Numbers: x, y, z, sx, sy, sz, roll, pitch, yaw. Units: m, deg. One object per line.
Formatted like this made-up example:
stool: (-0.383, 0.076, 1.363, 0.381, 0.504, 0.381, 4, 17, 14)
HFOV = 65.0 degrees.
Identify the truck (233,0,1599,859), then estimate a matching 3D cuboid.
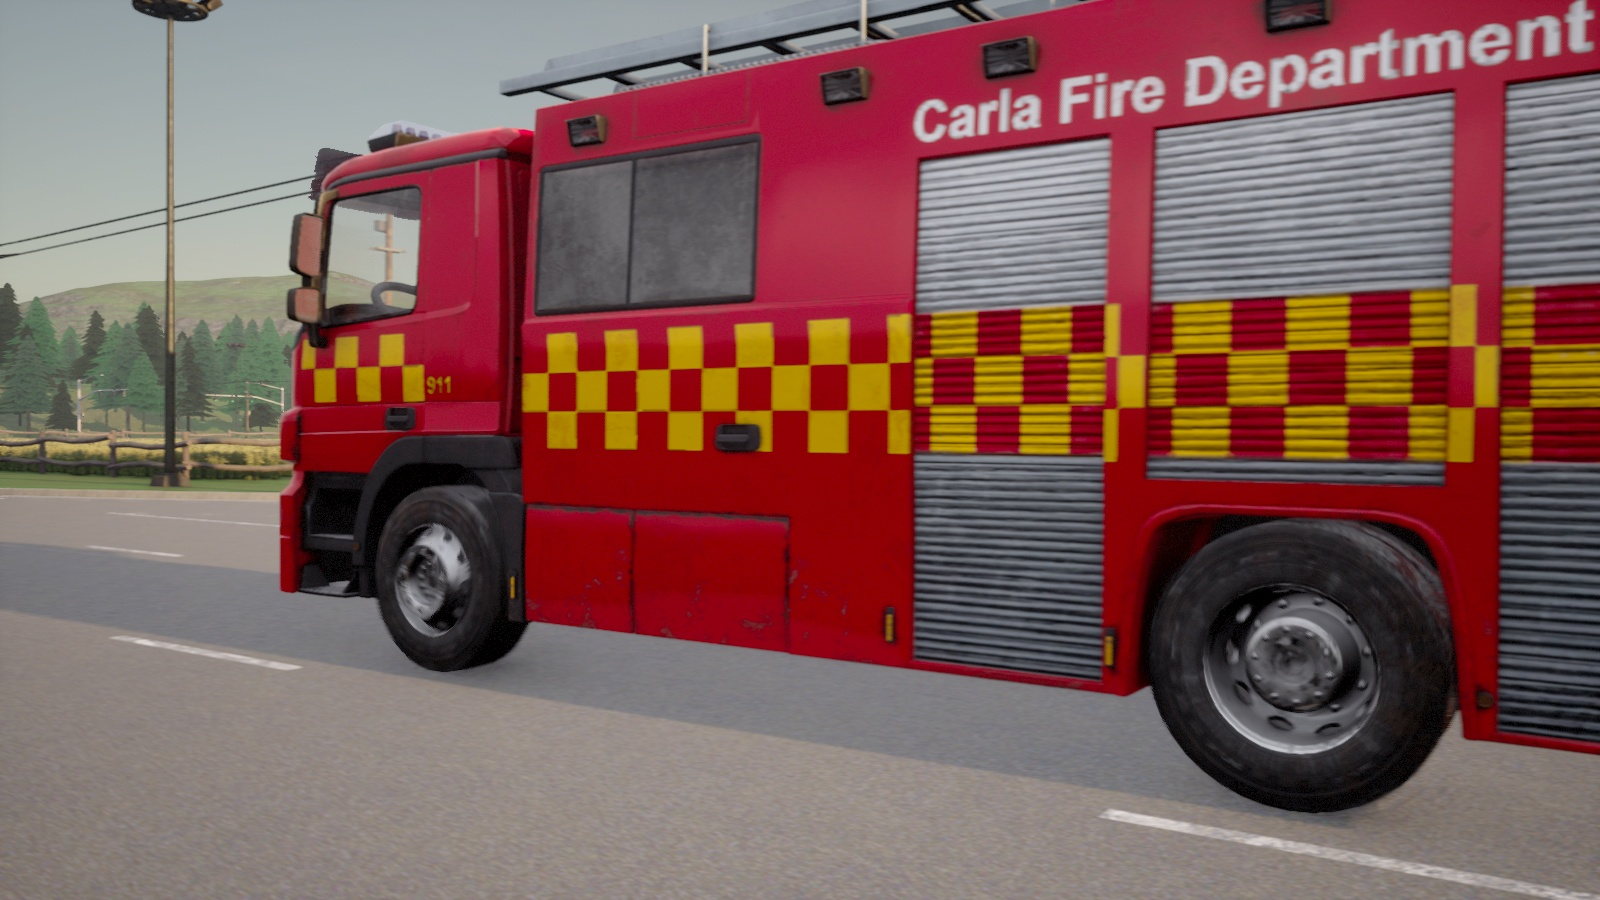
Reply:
truck: (0.459, -0.530, 7.498, 8.468, 3.827, 2.891, 0, 1, 34)
